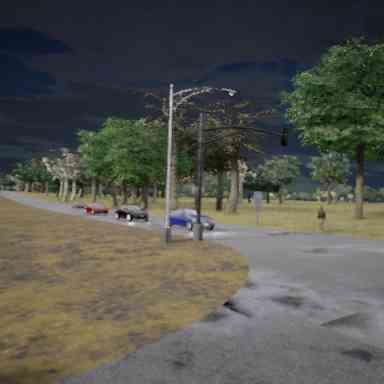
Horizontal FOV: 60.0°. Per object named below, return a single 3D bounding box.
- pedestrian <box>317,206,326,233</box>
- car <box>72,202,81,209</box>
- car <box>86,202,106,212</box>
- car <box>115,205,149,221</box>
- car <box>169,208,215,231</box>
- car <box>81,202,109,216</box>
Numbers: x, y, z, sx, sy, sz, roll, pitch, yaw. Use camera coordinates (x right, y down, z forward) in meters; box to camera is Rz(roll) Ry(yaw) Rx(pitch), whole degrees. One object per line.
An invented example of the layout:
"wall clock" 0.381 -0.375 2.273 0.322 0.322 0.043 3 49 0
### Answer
"pedestrian" 9.020 1.899 23.260 0.375 1.860 0.375 2 -1 -33
"car" -21.152 2.529 62.609 1.994 1.385 4.181 3 -2 -33
"car" -15.702 2.461 54.227 1.994 1.385 4.181 3 -2 -34
"car" -5.895 1.987 32.290 1.882 1.535 5.008 3 -2 -33
"car" -0.255 1.896 23.598 1.812 1.442 4.674 3 -3 -32
"car" -11.980 2.102 41.695 1.882 1.535 5.008 3 -2 -33
